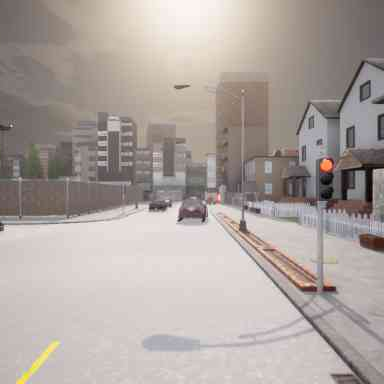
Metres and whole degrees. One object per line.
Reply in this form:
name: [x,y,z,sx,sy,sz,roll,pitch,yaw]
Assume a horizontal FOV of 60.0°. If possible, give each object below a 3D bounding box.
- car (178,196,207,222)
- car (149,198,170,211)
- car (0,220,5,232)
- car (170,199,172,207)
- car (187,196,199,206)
car: [0.091,1.352,26.758,2.097,1.767,4.553,0,0,4]
car: [-4.112,1.601,40.505,1.895,1.301,4.718,0,0,0]
car: [-11.714,1.564,16.534,4.181,1.385,1.994,0,0,0]
car: [-4.103,1.564,50.574,1.994,1.385,4.181,0,0,0]
car: [0.083,1.477,54.349,1.882,1.535,5.008,0,0,0]
